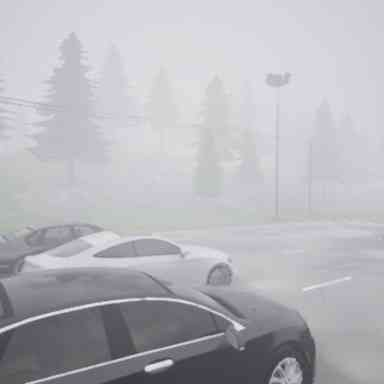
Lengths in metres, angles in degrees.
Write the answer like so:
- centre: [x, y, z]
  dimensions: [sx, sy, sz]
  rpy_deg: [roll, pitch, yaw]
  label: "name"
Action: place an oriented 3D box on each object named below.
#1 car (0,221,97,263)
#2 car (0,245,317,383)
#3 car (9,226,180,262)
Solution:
- centre: [-3.552, 1.579, 9.812]
  dimensions: [5.357, 1.411, 2.033]
  rpy_deg: [1, -1, -35]
  label: "car"
- centre: [-0.789, 1.518, 3.184]
  dimensions: [4.892, 1.490, 1.837]
  rpy_deg: [1, 0, -35]
  label: "car"
- centre: [-1.154, 1.562, 7.224]
  dimensions: [4.674, 1.442, 1.812]
  rpy_deg: [1, 0, -35]
  label: "car"
